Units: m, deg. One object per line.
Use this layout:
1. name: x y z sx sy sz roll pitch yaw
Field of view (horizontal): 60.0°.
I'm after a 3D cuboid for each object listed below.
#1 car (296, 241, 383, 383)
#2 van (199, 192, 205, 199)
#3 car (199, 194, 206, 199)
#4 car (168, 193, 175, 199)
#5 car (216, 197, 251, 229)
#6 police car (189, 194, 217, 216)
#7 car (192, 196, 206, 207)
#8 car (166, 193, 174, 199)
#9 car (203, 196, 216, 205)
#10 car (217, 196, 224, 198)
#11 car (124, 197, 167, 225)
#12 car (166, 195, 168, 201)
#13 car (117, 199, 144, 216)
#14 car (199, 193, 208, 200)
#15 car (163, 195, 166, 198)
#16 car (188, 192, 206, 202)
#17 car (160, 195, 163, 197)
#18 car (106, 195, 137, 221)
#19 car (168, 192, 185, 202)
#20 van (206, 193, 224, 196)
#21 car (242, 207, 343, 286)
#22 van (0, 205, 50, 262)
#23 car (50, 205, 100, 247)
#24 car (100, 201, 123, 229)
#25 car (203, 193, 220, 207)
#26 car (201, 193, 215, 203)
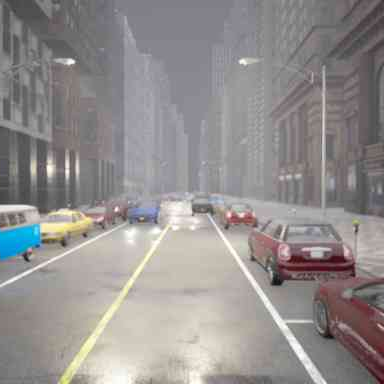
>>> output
1. car: 2.762 1.563 3.697 1.802 1.307 4.206 0 0 0
2. van: 2.793 0.917 93.322 1.690 1.788 3.998 0 0 0
3. car: 2.792 1.181 87.722 1.802 1.307 4.206 0 0 0
4. car: -5.731 1.121 93.316 1.887 1.381 4.507 0 0 0
5. car: 2.767 1.338 20.501 1.967 1.590 4.097 0 0 0
6. police car: 0.911 1.274 30.655 1.930 1.638 5.238 0 0 0
7. car: 0.917 1.301 46.546 1.812 1.442 4.674 0 0 0
8. car: -5.734 1.040 87.714 1.967 1.590 4.097 0 0 0
9. car: 2.780 1.323 54.112 1.802 1.307 4.206 0 0 0
10. car: 2.772 1.368 31.875 1.752 1.417 4.829 0 0 0
11. car: -3.091 1.363 23.097 1.882 1.535 5.008 0 0 0
12. car: -5.739 1.215 70.908 1.887 1.381 4.507 0 0 0
13. car: -5.753 1.426 31.694 1.802 1.307 4.206 0 0 0
14. car: 2.790 1.063 82.119 1.967 1.590 4.097 0 0 0
15. car: -5.745 1.307 54.102 1.947 1.339 4.313 0 0 0
16. car: 0.914 1.153 40.515 2.097 1.767 4.553 0 0 0
17. car: -5.747 1.332 48.500 1.947 1.339 4.313 0 0 0
18. car: -5.756 1.186 26.091 2.192 1.841 5.009 0 0 0
19. car: -3.000 1.259 64.186 1.994 1.385 4.181 0 0 1
20. van: 2.773 1.158 37.306 1.690 1.788 3.998 0 0 0
21. car: 2.763 1.393 9.298 1.967 1.590 4.097 0 0 0
22. van: -5.762 1.295 9.285 1.690 1.788 3.998 0 0 0
23. car: -5.759 1.452 14.718 1.752 1.417 4.829 0 0 0
24. car: -5.757 1.480 20.490 1.802 1.307 4.206 0 0 0
25. car: 2.777 1.081 48.509 2.192 1.841 5.009 0 0 0
26. car: 2.781 1.032 59.712 2.192 1.841 5.009 0 0 0
